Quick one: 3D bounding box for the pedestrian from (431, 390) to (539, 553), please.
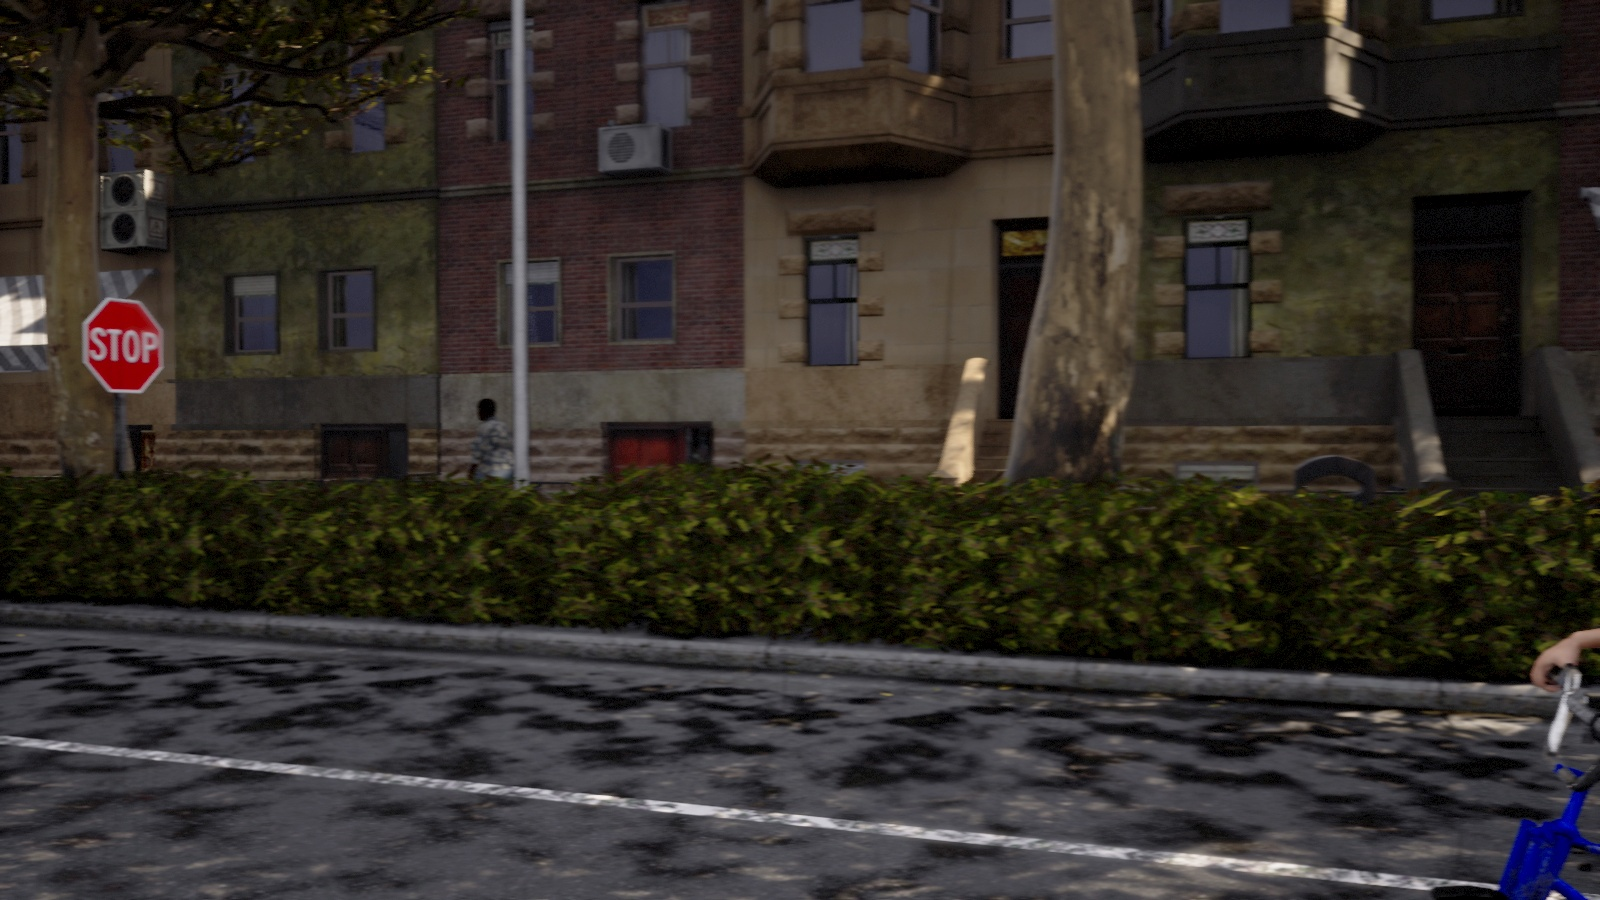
[{"bbox_3d":[-3.721,0.231,14.857,0.900,1.855,0.874,1,1,20],"label":"pedestrian"}]

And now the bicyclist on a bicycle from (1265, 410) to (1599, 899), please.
[{"bbox_3d":[1.776,0.729,2.587,1.509,1.612,0.866,0,1,19],"label":"bicyclist on a bicycle"}]
